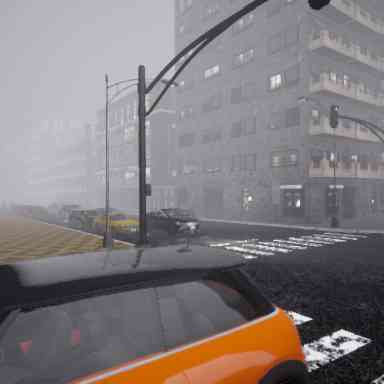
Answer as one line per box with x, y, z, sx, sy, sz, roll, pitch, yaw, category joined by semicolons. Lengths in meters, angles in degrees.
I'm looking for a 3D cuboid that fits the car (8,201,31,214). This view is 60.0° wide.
-24.935;2.449;48.266;1.887;1.381;4.507;-2;0;-36;car

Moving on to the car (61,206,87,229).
-8.192;2.002;25.488;1.947;1.339;4.313;-2;0;-36;car

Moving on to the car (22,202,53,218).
-18.237;2.262;39.155;1.887;1.381;4.507;-2;0;-36;car

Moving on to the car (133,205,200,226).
-1.413;1.775;20.654;2.128;1.511;4.902;-1;-1;-36;car

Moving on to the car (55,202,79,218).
-13.230;2.118;36.754;1.837;1.490;4.892;-1;-1;-36;car

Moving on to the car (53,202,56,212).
-22.051;2.396;54.138;2.128;1.511;4.902;-1;-1;-36;car

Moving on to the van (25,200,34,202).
-41.631;2.832;85.120;1.690;1.788;3.998;-2;0;-36;van

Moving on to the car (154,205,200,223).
-1.441;1.916;30.453;2.008;1.369;4.403;-2;0;-36;car

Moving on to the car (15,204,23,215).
-21.585;2.393;43.710;1.802;1.307;4.206;-2;0;-36;car

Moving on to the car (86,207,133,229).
-4.744;1.865;20.796;1.752;1.417;4.829;-2;0;-36;car

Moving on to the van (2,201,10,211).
-31.638;2.433;57.377;1.690;1.788;3.998;-2;0;-36;van

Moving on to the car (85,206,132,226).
-7.272;1.994;28.626;2.033;1.411;5.357;-1;-1;-37;car

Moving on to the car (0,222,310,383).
-1.190;1.350;2.534;4.553;1.767;2.097;0;0;-36;car

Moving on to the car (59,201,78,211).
-21.536;2.367;57.786;1.967;1.590;4.097;-2;0;-36;car
